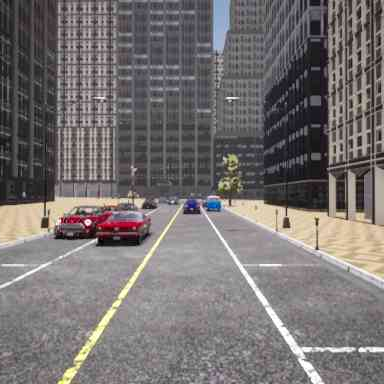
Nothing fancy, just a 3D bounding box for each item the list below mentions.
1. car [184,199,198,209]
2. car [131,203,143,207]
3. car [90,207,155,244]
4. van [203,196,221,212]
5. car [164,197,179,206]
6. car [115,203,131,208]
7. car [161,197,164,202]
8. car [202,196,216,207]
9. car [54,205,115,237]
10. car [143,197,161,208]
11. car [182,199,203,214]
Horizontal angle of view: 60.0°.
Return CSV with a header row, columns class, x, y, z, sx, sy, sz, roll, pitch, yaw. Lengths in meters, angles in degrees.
class,x,y,z,sx,sy,sz,roll,pitch,yaw
car,-0.080,1.660,46.699,1.895,1.301,4.718,0,0,0
car,-5.763,1.604,28.975,1.947,1.339,4.313,1,0,0
car,-3.144,1.622,16.054,1.895,1.301,4.718,0,0,0
van,2.590,1.393,40.277,1.690,1.788,3.998,1,0,0
car,-3.237,1.562,57.673,2.128,1.511,4.902,0,0,0
car,-5.747,1.613,23.332,1.802,1.307,4.206,1,0,0
car,-6.001,1.632,68.471,2.008,1.369,4.403,1,0,0
car,2.557,1.504,51.560,1.967,1.590,4.097,1,0,0
car,-5.730,1.464,17.690,1.967,1.590,4.097,1,0,0
car,-5.810,1.624,45.903,1.947,1.339,4.313,1,0,0
car,-0.015,1.573,36.398,1.812,1.442,4.674,0,0,0
